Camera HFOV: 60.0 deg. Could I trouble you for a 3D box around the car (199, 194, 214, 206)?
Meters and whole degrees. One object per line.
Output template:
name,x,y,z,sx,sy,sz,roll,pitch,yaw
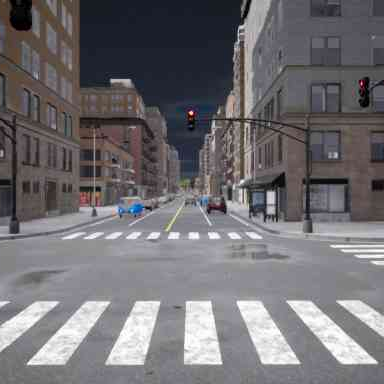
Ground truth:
car,2.442,1.308,57.031,2.192,1.841,5.009,0,0,0

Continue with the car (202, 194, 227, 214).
car,2.555,1.312,35.406,2.192,1.841,5.009,0,0,0

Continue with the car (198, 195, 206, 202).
car,2.327,1.514,78.825,1.752,1.417,4.829,0,0,0

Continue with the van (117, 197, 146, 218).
van,-5.534,1.339,29.963,1.690,1.788,3.998,0,0,0

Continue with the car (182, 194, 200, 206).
car,-0.183,1.485,55.105,2.128,1.511,4.902,0,0,0

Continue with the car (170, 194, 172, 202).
car,-5.688,1.542,67.806,2.008,1.369,4.403,0,0,0

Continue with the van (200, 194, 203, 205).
van,2.470,1.335,51.624,1.690,1.788,3.998,0,0,0

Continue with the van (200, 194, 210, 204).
van,2.413,1.333,62.437,1.690,1.788,3.998,0,0,0

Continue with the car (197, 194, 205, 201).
car,2.300,1.428,84.061,1.967,1.590,4.097,0,0,0

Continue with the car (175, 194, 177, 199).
car,-5.776,1.569,89.431,1.802,1.307,4.206,0,0,0

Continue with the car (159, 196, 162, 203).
car,-5.600,1.540,46.182,1.887,1.381,4.507,0,0,0

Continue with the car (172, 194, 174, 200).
car,-5.710,1.556,73.213,1.947,1.339,4.313,0,0,0

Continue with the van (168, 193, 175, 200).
van,-5.798,1.327,94.838,1.690,1.788,3.998,0,0,0

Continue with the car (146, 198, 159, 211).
car,-5.578,1.562,40.775,1.947,1.339,4.313,0,0,0

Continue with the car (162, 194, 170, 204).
car,-5.665,1.518,62.231,1.752,1.417,4.829,0,0,0
